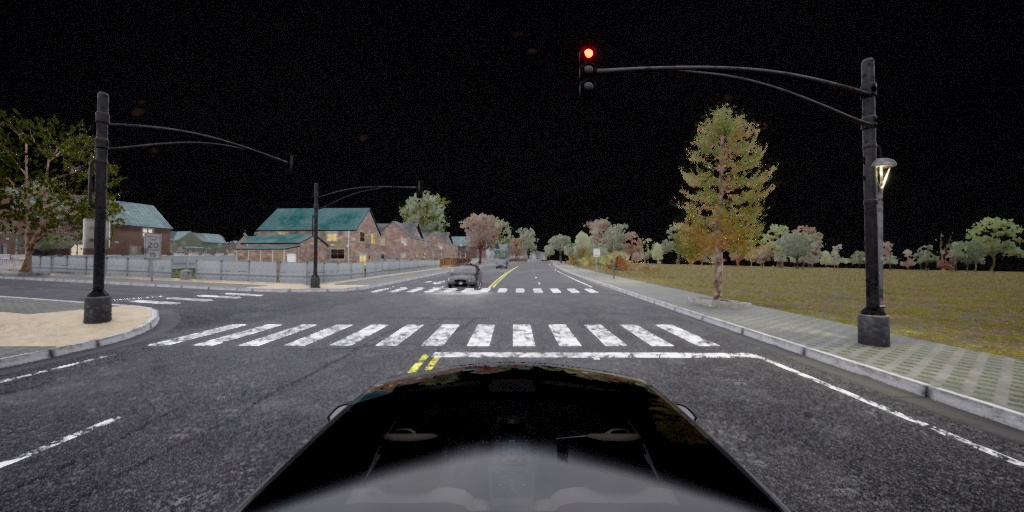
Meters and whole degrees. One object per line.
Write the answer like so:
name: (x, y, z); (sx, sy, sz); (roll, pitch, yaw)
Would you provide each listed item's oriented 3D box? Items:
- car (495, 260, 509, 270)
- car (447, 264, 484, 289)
car: (-1.555, 1.329, 55.397); (1.837, 1.490, 4.892); (0, 0, 3)
car: (-2.942, 1.329, 23.328); (1.837, 1.490, 4.892); (0, 0, 1)
